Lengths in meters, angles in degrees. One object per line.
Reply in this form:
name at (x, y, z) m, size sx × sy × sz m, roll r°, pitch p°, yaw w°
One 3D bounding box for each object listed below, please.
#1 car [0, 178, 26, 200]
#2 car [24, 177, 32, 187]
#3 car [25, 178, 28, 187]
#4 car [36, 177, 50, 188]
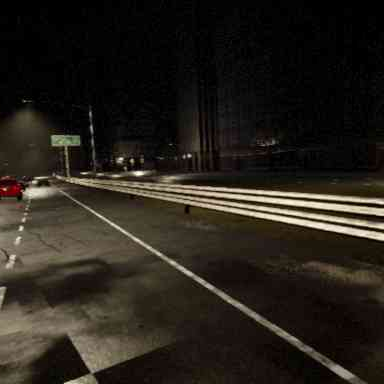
car at (-17.583, -0.239, 31.876) m, size 2.150 × 2.045 × 5.566 m, roll -5°, pitch 5°, yaw -25°
car at (-32.796, -1.558, 64.466) m, size 1.994 × 1.385 × 4.181 m, roll -5°, pitch 5°, yaw -25°
car at (-25.194, -0.765, 48.141) m, size 1.837 × 1.490 × 4.892 m, roll -5°, pitch 5°, yaw -25°
car at (-26.720, -1.599, 59.893) m, size 1.882 × 1.535 × 5.008 m, roll -5°, pitch 4°, yaw -25°
